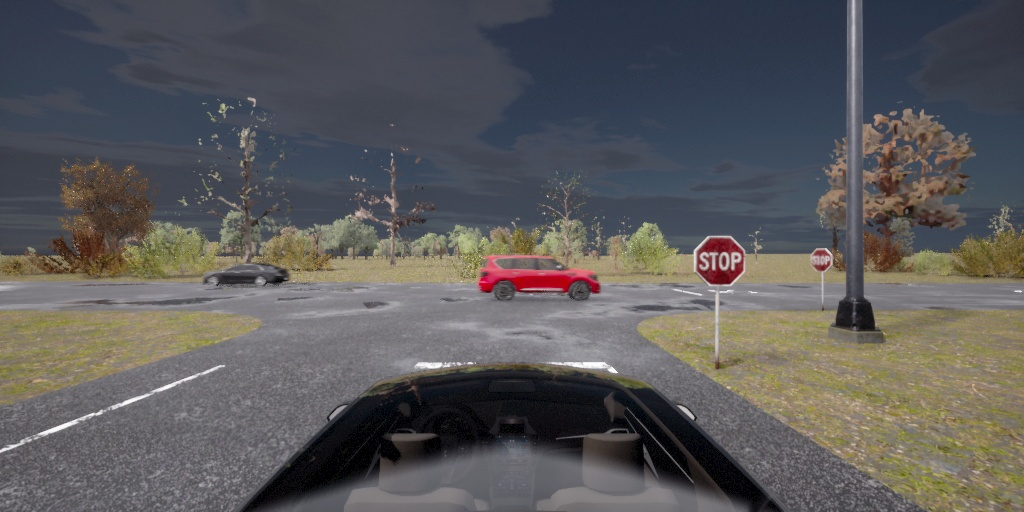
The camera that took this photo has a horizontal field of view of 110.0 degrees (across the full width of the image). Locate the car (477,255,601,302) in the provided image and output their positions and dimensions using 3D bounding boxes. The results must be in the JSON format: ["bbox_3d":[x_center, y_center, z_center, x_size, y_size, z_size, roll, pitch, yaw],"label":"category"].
[{"bbox_3d":[1.189,0.977,16.556,5.566,2.045,2.150,0,0,-1],"label":"car"}]

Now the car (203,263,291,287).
[{"bbox_3d":[-16.981,1.213,23.065,4.892,1.490,1.837,0,0,-2],"label":"car"}]
